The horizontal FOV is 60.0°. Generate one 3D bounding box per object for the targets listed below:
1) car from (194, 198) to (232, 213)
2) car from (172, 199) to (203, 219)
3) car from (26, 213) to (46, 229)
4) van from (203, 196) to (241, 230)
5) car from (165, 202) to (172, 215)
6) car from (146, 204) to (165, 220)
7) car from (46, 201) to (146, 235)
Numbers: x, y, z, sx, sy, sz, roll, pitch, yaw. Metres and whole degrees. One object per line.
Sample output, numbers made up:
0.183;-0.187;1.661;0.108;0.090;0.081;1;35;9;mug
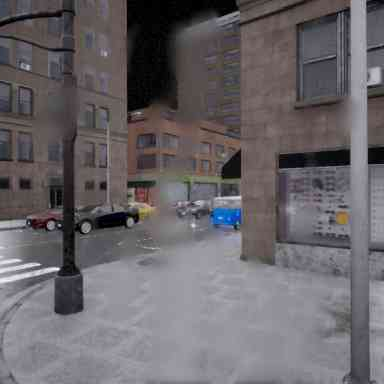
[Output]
2.151;1.321;33.223;1.802;1.307;4.206;0;1;36;car
0.756;1.311;26.623;1.812;1.442;4.674;0;0;36;car
-7.538;1.441;19.894;1.887;1.381;4.507;0;1;36;car
2.608;1.145;19.338;1.690;1.788;3.998;0;1;36;van
-1.078;1.373;28.781;1.802;1.307;4.206;0;1;36;car
-4.408;1.370;24.199;1.752;1.417;4.829;0;1;36;car
-5.140;1.358;18.529;1.882;1.535;5.008;0;0;35;car
